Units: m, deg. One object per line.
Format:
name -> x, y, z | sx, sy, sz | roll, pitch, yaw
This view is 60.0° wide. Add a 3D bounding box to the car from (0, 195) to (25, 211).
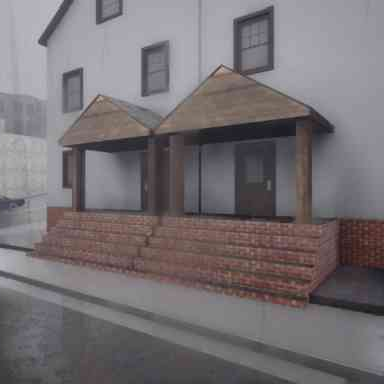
car -> -15.508, 1.012, 25.414 | 1.895, 1.301, 4.718 | 0, 6, 35
